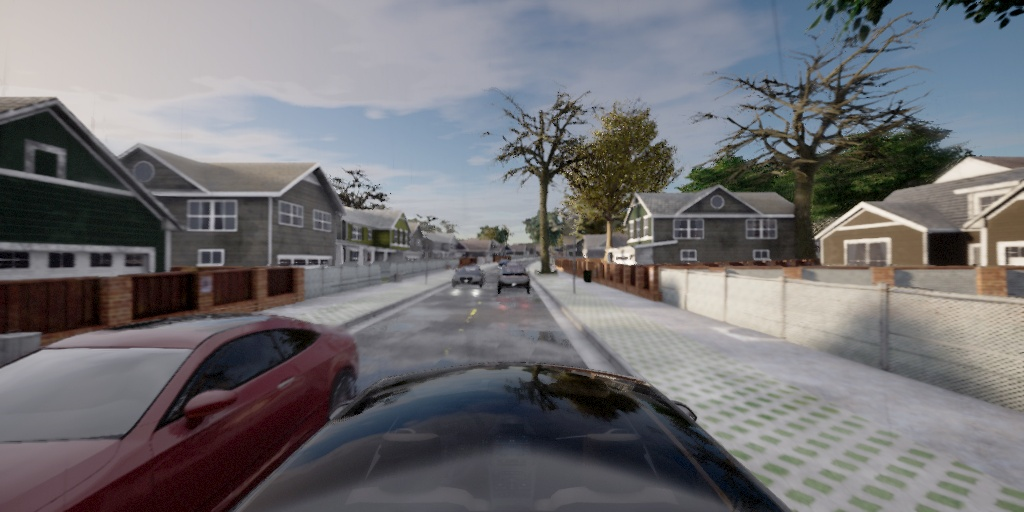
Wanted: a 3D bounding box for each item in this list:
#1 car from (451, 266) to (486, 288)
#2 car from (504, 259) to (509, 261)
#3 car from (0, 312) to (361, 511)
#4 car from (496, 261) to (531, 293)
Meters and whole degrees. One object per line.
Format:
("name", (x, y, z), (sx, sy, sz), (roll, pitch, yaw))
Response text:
("car", (-2.840, 1.348, 24.227), (1.994, 1.385, 4.181), (0, 0, 0))
("car", (0.250, 1.300, 40.165), (1.812, 1.442, 4.674), (0, 0, 1))
("car", (-2.841, 1.279, 2.867), (1.812, 1.442, 4.674), (0, 0, 0))
("car", (0.099, 1.276, 21.038), (2.128, 1.511, 4.902), (0, 0, 0))
